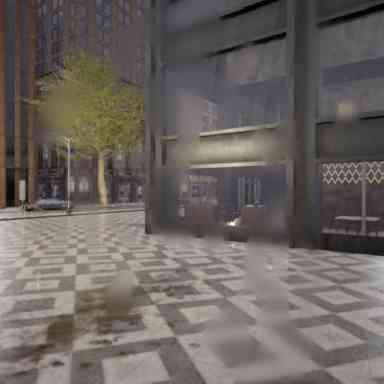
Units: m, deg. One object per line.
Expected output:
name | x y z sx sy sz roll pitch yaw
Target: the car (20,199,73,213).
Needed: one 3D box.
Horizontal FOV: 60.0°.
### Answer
car | -15.681 1.458 36.169 2.033 1.411 5.357 0 0 36
